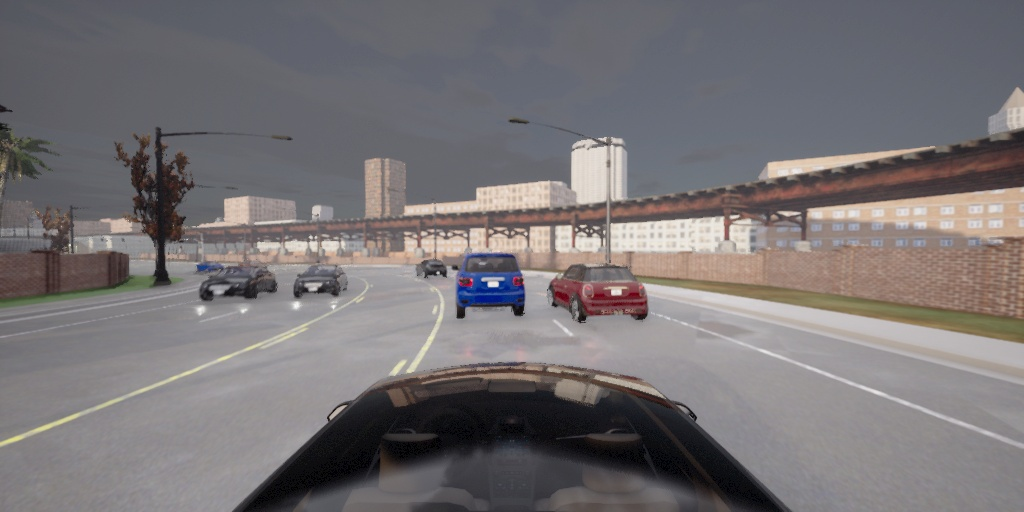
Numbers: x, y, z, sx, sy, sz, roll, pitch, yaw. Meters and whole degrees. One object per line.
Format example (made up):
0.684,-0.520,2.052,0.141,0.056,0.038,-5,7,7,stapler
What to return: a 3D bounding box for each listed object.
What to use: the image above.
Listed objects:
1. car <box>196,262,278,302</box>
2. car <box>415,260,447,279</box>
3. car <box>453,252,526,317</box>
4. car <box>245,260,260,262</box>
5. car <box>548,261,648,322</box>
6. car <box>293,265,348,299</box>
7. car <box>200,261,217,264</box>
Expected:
-12.857,1.238,17.158,2.128,1.511,4.902,-1,0,-18,car
-6.980,1.086,30.661,1.837,1.490,4.892,-1,0,-27,car
-0.955,0.893,12.982,2.150,2.045,5.566,0,0,-9,car
-35.654,1.355,49.420,5.008,1.535,1.882,-1,1,31,car
2.637,1.009,12.056,2.097,1.767,4.553,0,1,-7,car
-9.516,1.199,18.146,2.128,1.511,4.902,-1,0,-18,car
-40.679,1.478,48.344,5.008,1.535,1.882,-1,1,31,car
